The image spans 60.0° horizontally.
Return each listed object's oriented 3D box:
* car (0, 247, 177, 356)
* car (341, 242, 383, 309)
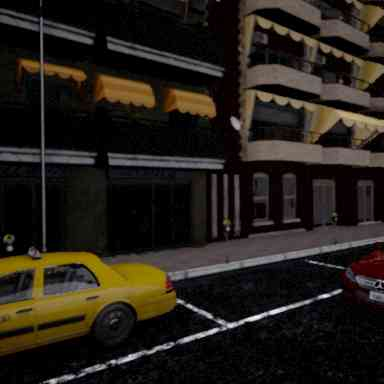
[{"bbox_3d":[-2.541,1.524,4.758,4.829,1.417,1.752,0,0,-35],"label":"car"},{"bbox_3d":[5.050,1.503,6.918,4.674,1.442,1.812,0,0,-35],"label":"car"}]
